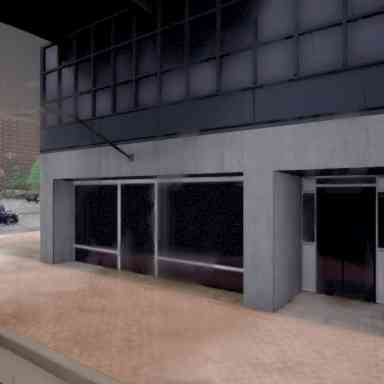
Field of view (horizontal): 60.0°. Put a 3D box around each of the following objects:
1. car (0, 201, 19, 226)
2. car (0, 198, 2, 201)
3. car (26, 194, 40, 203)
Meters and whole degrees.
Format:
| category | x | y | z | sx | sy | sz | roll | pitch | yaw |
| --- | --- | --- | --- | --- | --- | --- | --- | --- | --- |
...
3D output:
| category | x | y | z | sx | sy | sz | roll | pitch | yaw |
| --- | --- | --- | --- | --- | --- | --- | --- | --- | --- |
| car | -13.498 | 1.525 | 21.080 | 1.812 | 1.442 | 4.674 | 0 | 0 | 37 |
| car | -17.894 | 1.491 | 27.199 | 2.128 | 1.511 | 4.902 | 0 | 0 | 36 |
| car | -30.237 | 1.153 | 64.728 | 4.605 | 1.855 | 1.932 | 0 | 0 | 35 |
